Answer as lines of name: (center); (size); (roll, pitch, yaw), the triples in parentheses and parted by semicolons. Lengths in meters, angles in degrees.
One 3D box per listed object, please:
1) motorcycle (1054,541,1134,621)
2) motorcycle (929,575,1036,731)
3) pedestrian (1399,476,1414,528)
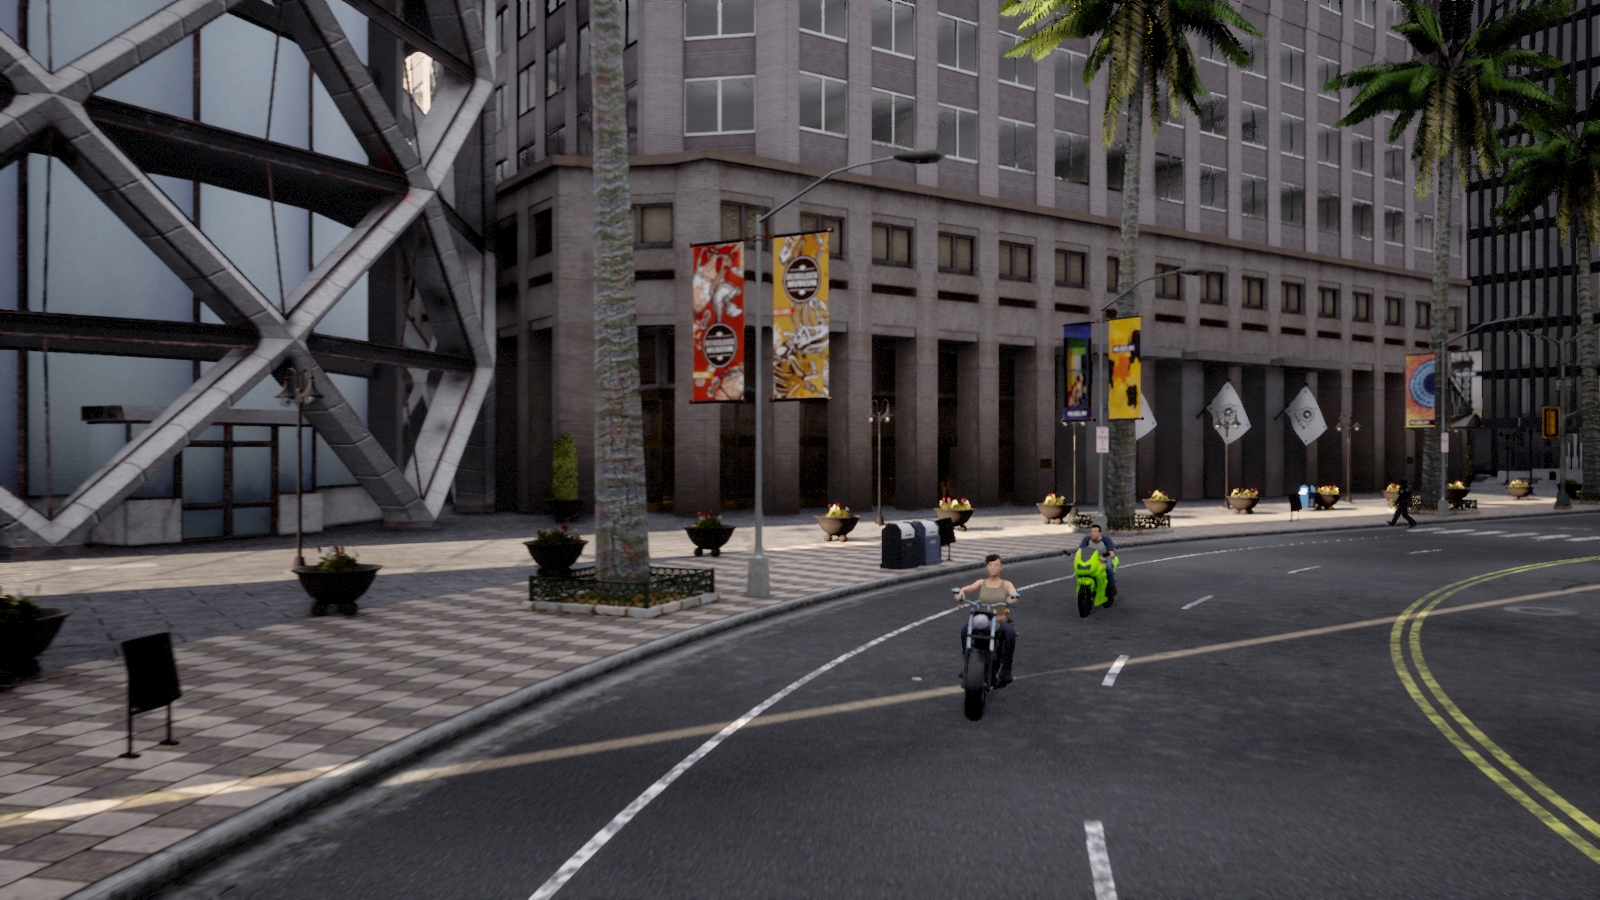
motorcycle: (5.076, 2.216, 19.624); (0.803, 1.145, 2.033); (0, -1, 30)
motorcycle: (2.073, 2.171, 12.700); (0.764, 1.277, 2.356); (1, 0, 19)
pedestrian: (21.728, 1.855, 40.937); (0.375, 1.860, 0.375); (0, 0, -40)
